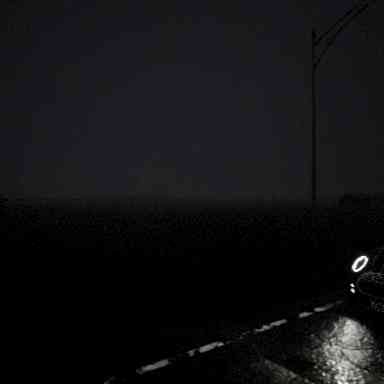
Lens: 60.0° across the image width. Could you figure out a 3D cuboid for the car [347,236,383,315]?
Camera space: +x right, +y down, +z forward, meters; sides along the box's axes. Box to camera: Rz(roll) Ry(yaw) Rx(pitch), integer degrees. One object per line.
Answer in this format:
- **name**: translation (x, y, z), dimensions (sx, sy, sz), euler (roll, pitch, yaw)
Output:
- **car**: translation (5.161, 1.352, 6.735), dimensions (4.553, 1.767, 2.097), euler (0, 0, -35)
